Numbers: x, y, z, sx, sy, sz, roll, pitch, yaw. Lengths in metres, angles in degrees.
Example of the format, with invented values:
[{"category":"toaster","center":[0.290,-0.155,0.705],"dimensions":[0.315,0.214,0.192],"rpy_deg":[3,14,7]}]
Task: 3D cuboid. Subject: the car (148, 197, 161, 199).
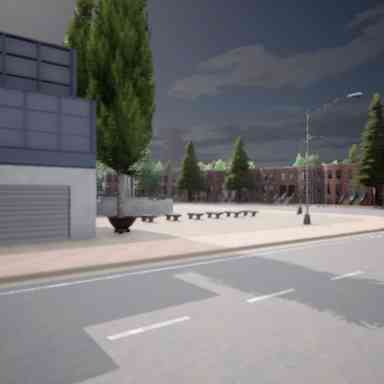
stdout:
[{"category":"car","center":[-6.073,1.532,54.792],"dimensions":[4.902,1.511,2.128],"rpy_deg":[0,0,23]}]
